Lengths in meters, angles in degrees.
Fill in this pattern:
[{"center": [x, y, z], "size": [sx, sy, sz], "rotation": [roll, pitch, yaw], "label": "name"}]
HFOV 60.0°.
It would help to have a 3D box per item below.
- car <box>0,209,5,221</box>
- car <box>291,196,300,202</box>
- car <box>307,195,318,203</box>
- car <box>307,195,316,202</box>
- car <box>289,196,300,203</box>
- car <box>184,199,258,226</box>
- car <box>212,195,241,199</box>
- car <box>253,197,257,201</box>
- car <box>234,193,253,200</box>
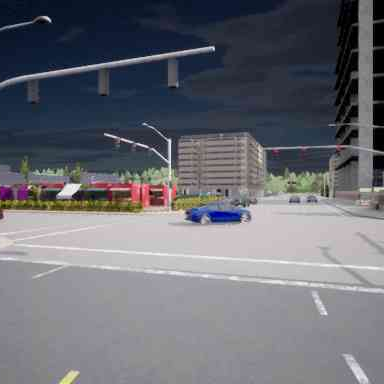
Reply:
[{"center": [-17.098, 1.533, 26.145], "size": [5.008, 1.535, 1.882], "rotation": [1, 0, 19], "label": "car"}, {"center": [24.373, 1.552, 78.308], "size": [1.994, 1.385, 4.181], "rotation": [0, 0, 18], "label": "car"}, {"center": [24.573, 1.541, 67.778], "size": [2.033, 1.411, 5.357], "rotation": [0, 0, 18], "label": "car"}, {"center": [27.840, 1.524, 77.641], "size": [1.812, 1.442, 4.674], "rotation": [0, 0, 18], "label": "car"}, {"center": [21.273, 1.554, 68.959], "size": [1.994, 1.385, 4.181], "rotation": [0, 0, 18], "label": "car"}, {"center": [1.877, 1.520, 23.950], "size": [5.008, 1.535, 1.882], "rotation": [0, 1, -21], "label": "car"}, {"center": [4.024, 1.491, 39.686], "size": [2.128, 1.511, 4.902], "rotation": [0, 0, 18], "label": "car"}, {"center": [10.359, 1.564, 58.613], "size": [1.994, 1.385, 4.181], "rotation": [0, 0, 19], "label": "car"}, {"center": [7.157, 1.221, 49.079], "size": [2.150, 2.045, 5.566], "rotation": [0, 0, 18], "label": "car"}]
